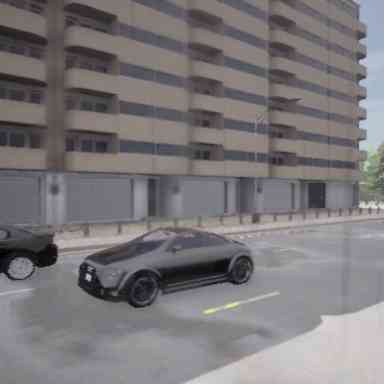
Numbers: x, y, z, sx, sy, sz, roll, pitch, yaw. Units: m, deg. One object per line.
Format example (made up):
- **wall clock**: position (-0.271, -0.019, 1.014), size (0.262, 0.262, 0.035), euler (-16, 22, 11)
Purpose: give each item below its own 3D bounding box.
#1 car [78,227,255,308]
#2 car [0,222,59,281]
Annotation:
- **car**: position (-0.480, 1.558, 7.938), size (4.181, 1.385, 1.994), euler (0, 0, -35)
- **car**: position (-6.017, 1.475, 8.295), size (5.008, 1.535, 1.882), euler (0, 0, -35)
